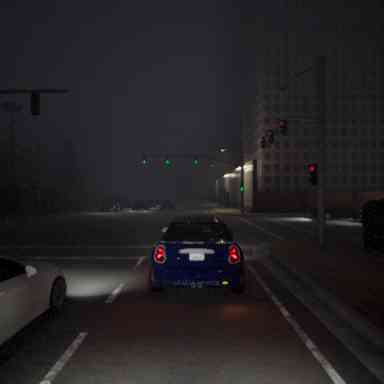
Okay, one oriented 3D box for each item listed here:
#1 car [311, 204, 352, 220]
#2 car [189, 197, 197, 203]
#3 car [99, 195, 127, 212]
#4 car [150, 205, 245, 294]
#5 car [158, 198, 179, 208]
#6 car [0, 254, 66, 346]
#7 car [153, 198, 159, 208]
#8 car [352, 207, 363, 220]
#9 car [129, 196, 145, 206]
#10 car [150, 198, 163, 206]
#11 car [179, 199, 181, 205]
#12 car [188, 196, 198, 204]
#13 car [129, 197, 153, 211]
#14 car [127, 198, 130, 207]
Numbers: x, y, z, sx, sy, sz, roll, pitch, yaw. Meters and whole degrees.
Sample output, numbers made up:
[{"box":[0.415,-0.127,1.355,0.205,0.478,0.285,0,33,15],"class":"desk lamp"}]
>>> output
[{"box":[13.017,1.786,30.076,4.181,1.385,1.994,0,0,0],"class":"car"},{"box":[0.185,2.001,83.483,2.033,1.411,5.357,0,0,0],"class":"car"},{"box":[-10.494,1.463,43.745,2.150,2.045,5.566,0,0,0],"class":"car"},{"box":[0.206,1.402,9.117,2.097,1.767,4.553,0,0,3],"class":"car"},{"box":[-3.278,1.787,47.318,1.812,1.442,4.674,0,0,0],"class":"car"},{"box":[-3.420,1.552,4.698,1.812,1.442,4.674,0,0,1],"class":"car"},{"box":[-6.959,1.808,54.869,1.837,1.490,4.892,0,0,0],"class":"car"},{"box":[15.860,1.708,26.575,4.892,1.490,1.837,0,0,0],"class":"car"},{"box":[-10.409,1.701,63.296,2.097,1.767,4.553,0,0,1],"class":"car"},{"box":[-6.899,1.922,64.915,1.994,1.385,4.181,0,0,0],"class":"car"},{"box":[-3.247,1.982,69.027,1.895,1.301,4.718,0,0,0],"class":"car"},{"box":[0.170,1.761,73.502,2.097,1.767,4.553,0,0,0],"class":"car"},{"box":[-6.983,1.780,45.976,1.812,1.442,4.674,0,0,0],"class":"car"},{"box":[-10.467,1.773,53.515,1.882,1.535,5.008,0,0,0],"class":"car"}]
